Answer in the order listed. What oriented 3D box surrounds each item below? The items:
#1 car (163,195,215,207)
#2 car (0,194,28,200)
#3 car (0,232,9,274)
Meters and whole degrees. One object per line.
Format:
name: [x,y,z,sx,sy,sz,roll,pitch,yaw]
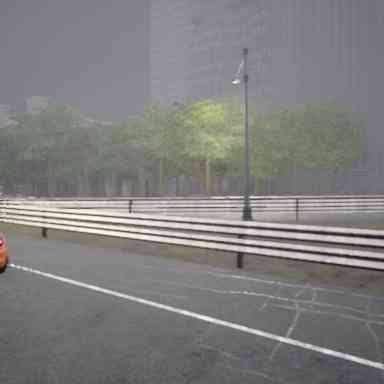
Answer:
car: [0.049,0.960,25.636,4.674,1.442,1.812,-1,0,5]
car: [-16.054,0.856,28.376,4.553,1.767,2.097,0,0,14]
car: [-6.938,1.254,8.930,4.553,1.767,2.097,1,0,36]
